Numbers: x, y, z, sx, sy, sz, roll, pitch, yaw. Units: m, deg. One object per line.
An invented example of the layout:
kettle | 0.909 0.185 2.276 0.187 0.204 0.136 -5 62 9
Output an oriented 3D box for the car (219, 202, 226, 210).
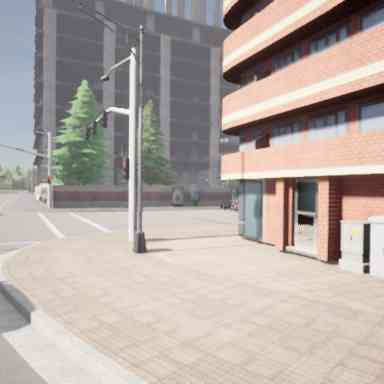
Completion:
car | 5.350 1.401 36.727 4.718 1.301 1.895 0 1 -27

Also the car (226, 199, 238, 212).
car | 6.672 1.064 33.470 5.566 2.045 2.150 0 1 -27
